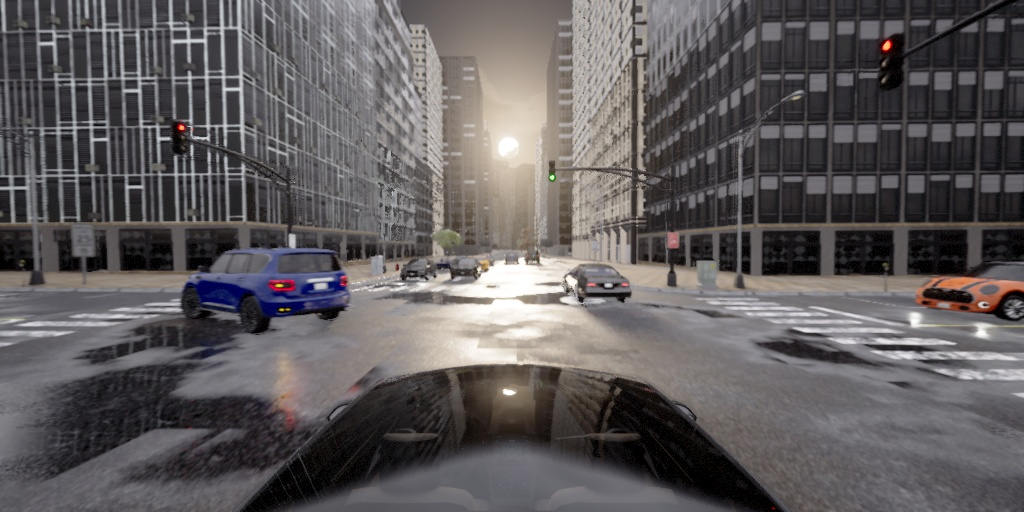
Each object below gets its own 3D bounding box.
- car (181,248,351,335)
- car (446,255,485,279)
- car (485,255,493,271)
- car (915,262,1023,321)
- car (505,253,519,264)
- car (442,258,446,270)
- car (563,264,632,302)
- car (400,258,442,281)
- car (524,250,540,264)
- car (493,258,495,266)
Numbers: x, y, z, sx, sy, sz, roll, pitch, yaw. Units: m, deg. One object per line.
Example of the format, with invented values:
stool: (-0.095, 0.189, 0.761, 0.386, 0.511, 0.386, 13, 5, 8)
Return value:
car: (-7.027, 0.797, 10.175, 5.566, 2.045, 2.150, 1, 1, 30)
car: (-3.336, 0.849, 26.773, 1.882, 1.535, 5.008, 0, 1, 0)
car: (-3.317, 0.709, 36.385, 1.882, 1.535, 5.008, 0, 1, 0)
car: (15.778, 0.964, 11.280, 4.553, 1.767, 2.097, 0, 2, -1)
car: (0.005, 0.273, 56.225, 2.097, 1.767, 4.553, 0, 1, 0)
car: (-6.568, 0.853, 36.187, 1.895, 1.301, 4.718, 0, 1, 0)
car: (3.365, 1.025, 15.025, 2.033, 1.411, 5.357, 0, 1, 0)
car: (-6.602, 0.907, 25.883, 1.837, 1.490, 4.892, 0, 1, -1)
car: (3.254, 0.113, 56.940, 2.150, 2.045, 5.566, 0, 1, 0)
car: (-3.247, 0.623, 46.973, 2.033, 1.411, 5.357, 0, 1, 0)
